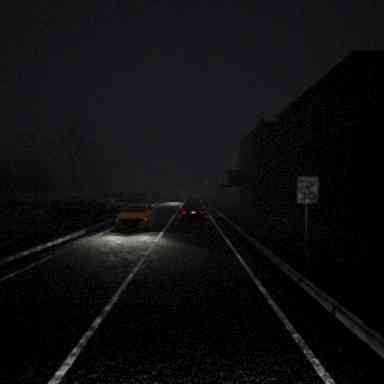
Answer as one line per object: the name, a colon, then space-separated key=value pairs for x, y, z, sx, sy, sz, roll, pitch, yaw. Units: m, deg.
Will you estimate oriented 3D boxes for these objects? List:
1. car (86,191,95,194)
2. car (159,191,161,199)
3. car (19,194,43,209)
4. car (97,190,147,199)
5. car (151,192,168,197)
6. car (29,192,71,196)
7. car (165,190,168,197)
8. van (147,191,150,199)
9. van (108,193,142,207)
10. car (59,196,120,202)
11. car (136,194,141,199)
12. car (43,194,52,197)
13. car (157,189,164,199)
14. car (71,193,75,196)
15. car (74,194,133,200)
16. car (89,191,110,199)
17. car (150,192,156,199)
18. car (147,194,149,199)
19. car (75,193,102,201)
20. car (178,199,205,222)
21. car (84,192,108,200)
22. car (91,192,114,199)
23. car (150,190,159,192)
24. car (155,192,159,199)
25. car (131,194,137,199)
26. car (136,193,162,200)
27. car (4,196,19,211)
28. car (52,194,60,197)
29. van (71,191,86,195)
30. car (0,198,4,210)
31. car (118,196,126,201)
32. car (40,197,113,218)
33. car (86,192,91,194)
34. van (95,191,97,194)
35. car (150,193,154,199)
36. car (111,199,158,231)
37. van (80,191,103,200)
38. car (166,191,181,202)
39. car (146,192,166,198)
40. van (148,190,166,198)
car: x=-21.750 y=0.988 z=64.136 sx=4.553 sy=1.767 sz=2.185 roll=0 pitch=1 yaw=0
car: x=-9.196 y=1.097 z=67.076 sx=4.674 sy=1.452 sz=2.002 roll=0 pitch=1 yaw=0
car: x=-21.921 y=1.322 z=41.654 sx=4.892 sy=1.521 sz=2.231 roll=0 pitch=0 yaw=0
car: x=-9.292 y=1.066 z=44.450 sx=5.566 sy=2.045 sz=2.435 roll=0 pitch=0 yaw=0
car: x=-9.054 y=0.607 z=92.502 sx=4.674 sy=1.452 sz=2.002 roll=0 pitch=1 yaw=0
car: x=-21.837 y=1.056 z=50.000 sx=5.566 sy=2.045 sz=2.435 roll=0 pitch=0 yaw=0
car: x=-8.945 y=0.836 z=78.374 sx=5.366 sy=1.575 sz=1.946 roll=0 pitch=1 yaw=0
van: x=-9.390 y=1.074 z=52.807 sx=4.442 sy=1.987 sz=1.878 roll=0 pitch=0 yaw=0
van: x=-9.421 y=1.087 z=47.276 sx=4.442 sy=1.987 sz=1.878 roll=0 pitch=0 yaw=0
car: x=-9.402 y=1.381 z=30.322 sx=4.674 sy=1.452 sz=2.002 roll=0 pitch=0 yaw=0
car: x=-9.342 y=1.322 z=41.624 sx=5.008 sy=1.535 sz=2.097 roll=0 pitch=0 yaw=0
car: x=-21.869 y=1.346 z=44.353 sx=4.792 sy=1.488 sz=2.163 roll=0 pitch=0 yaw=0
car: x=-9.206 y=0.751 z=69.895 sx=5.566 sy=2.045 sz=2.435 roll=0 pitch=1 yaw=0
car: x=-21.844 y=1.299 z=52.835 sx=5.008 sy=1.535 sz=2.097 roll=0 pitch=0 yaw=0
car: x=-9.554 y=1.329 z=35.974 sx=5.366 sy=1.575 sz=1.946 roll=0 pitch=0 yaw=0
car: x=-21.730 y=0.716 z=78.251 sx=4.553 sy=1.767 sz=2.185 roll=0 pitch=1 yaw=0
car: x=-9.239 y=1.261 z=58.600 sx=4.674 sy=1.452 sz=2.002 roll=0 pitch=1 yaw=0
car: x=-9.292 y=1.348 z=50.101 sx=4.674 sy=1.452 sz=2.002 roll=0 pitch=0 yaw=0
car: x=-21.753 y=1.004 z=69.909 sx=4.892 sy=1.521 sz=2.231 roll=0 pitch=1 yaw=0
car: x=0.086 y=1.503 z=26.242 sx=2.033 sy=1.411 sz=5.357 roll=0 pitch=0 yaw=0
car: x=-21.720 y=0.896 z=75.430 sx=5.008 sy=1.535 sz=2.097 roll=0 pitch=1 yaw=0
car: x=-21.678 y=0.787 z=81.076 sx=5.008 sy=1.535 sz=2.097 roll=0 pitch=1 yaw=0
car: x=-9.241 y=0.986 z=64.248 sx=4.553 sy=1.767 sz=2.185 roll=0 pitch=1 yaw=0
car: x=-9.220 y=1.166 z=61.425 sx=5.008 sy=1.535 sz=2.097 roll=0 pitch=1 yaw=0
car: x=-9.347 y=1.327 z=38.800 sx=5.008 sy=1.535 sz=2.097 roll=0 pitch=0 yaw=0
car: x=-9.347 y=0.945 z=72.726 sx=5.366 sy=1.575 sz=1.946 roll=0 pitch=1 yaw=0
car: x=-21.943 y=1.331 z=35.882 sx=5.008 sy=1.535 sz=2.097 roll=0 pitch=0 yaw=0
car: x=-21.852 y=1.342 z=47.176 sx=4.792 sy=1.488 sz=2.163 roll=0 pitch=0 yaw=0
van: x=-21.695 y=0.995 z=58.610 sx=4.442 sy=1.987 sz=1.878 roll=0 pitch=1 yaw=0
car: x=-21.932 y=1.210 z=33.182 sx=4.553 sy=1.767 sz=2.185 roll=0 pitch=0 yaw=0
car: x=-9.387 y=1.376 z=33.148 sx=4.674 sy=1.452 sz=2.002 roll=0 pitch=0 yaw=0
car: x=-9.445 y=1.375 z=27.496 sx=4.792 sy=1.488 sz=2.163 roll=0 pitch=0 yaw=0
car: x=-21.829 y=1.196 z=61.442 sx=4.792 sy=1.488 sz=2.163 roll=0 pitch=1 yaw=0
van: x=-21.881 y=0.832 z=67.081 sx=4.442 sy=1.987 sz=1.878 roll=0 pitch=1 yaw=0
car: x=-9.260 y=1.310 z=55.766 sx=4.674 sy=1.452 sz=2.002 roll=0 pitch=1 yaw=0
car: x=-3.360 y=1.456 z=20.646 sx=1.882 sy=1.535 sz=5.008 roll=0 pitch=0 yaw=0
van: x=-21.846 y=0.722 z=72.730 sx=4.442 sy=1.987 sz=1.878 roll=0 pitch=1 yaw=0
car: x=-3.168 y=1.143 z=63.249 sx=2.128 sy=1.511 sz=4.902 roll=0 pitch=1 yaw=1
car: x=-9.096 y=0.770 z=84.026 sx=4.674 sy=1.452 sz=2.002 roll=0 pitch=1 yaw=0
van: x=-9.200 y=0.450 z=86.847 sx=4.442 sy=1.987 sz=1.878 roll=0 pitch=1 yaw=0
